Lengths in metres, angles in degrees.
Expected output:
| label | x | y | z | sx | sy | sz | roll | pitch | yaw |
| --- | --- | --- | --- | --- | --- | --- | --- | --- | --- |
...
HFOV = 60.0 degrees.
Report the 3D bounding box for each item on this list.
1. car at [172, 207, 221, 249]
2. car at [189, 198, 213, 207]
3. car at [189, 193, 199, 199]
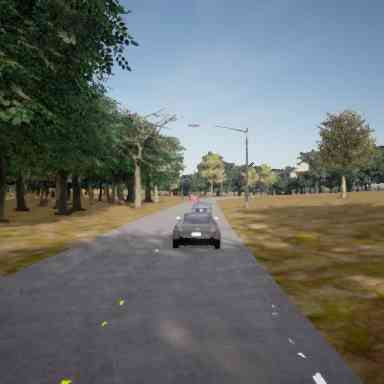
| label | x | y | z | sx | sy | sz | roll | pitch | yaw |
| --- | --- | --- | --- | --- | --- | --- | --- | --- | --- |
| car | 0.224 | 1.563 | 14.569 | 1.994 | 1.385 | 4.181 | 0 | 0 | 2 |
| car | 0.892 | 1.546 | 29.516 | 2.033 | 1.411 | 5.357 | 0 | 0 | 3 |
| car | 0.503 | 1.199 | 76.422 | 2.150 | 2.045 | 5.566 | 0 | 0 | 3 |
